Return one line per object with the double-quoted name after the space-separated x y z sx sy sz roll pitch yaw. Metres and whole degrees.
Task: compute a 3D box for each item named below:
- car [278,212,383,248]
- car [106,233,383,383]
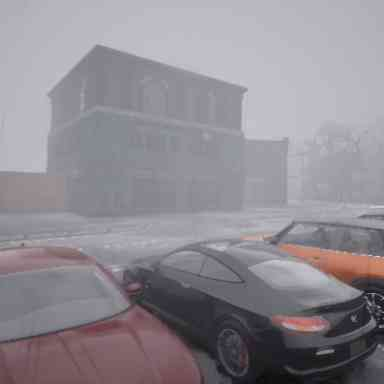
2.752 1.306 7.053 2.185 1.767 4.553 0 0 -35 "car"
0.462 1.488 5.465 2.002 1.452 4.674 0 0 -35 "car"
